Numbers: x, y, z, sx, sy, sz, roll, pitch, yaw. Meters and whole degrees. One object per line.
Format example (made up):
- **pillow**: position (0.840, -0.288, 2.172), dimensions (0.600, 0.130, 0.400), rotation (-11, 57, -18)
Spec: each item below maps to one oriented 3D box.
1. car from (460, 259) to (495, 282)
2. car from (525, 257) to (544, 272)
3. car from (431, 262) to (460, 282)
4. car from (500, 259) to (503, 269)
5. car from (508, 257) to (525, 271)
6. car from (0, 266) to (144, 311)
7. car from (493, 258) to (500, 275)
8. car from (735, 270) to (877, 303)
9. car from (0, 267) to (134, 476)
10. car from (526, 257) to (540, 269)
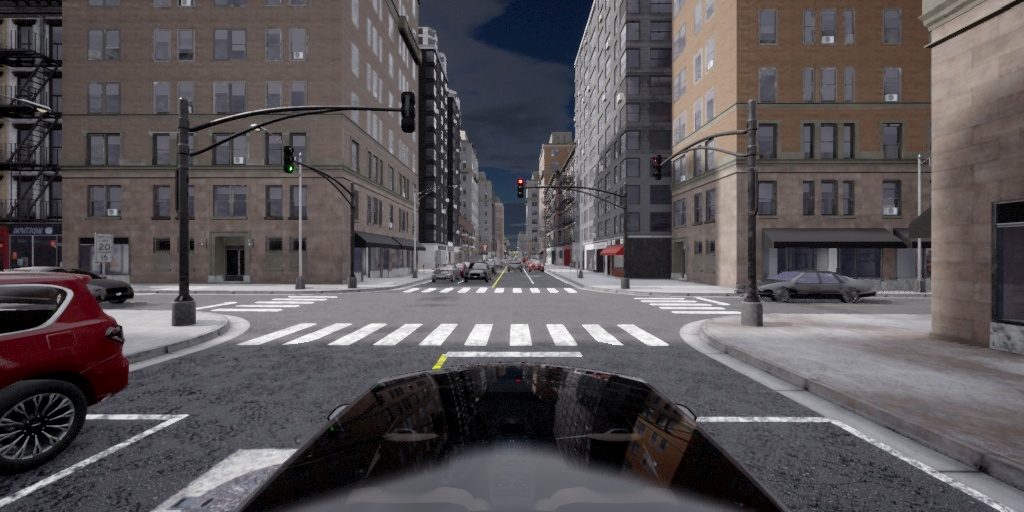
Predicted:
- **car**: position (-2.662, 1.253, 28.502), dimensions (1.837, 1.490, 4.892), rotation (0, 0, 0)
- **car**: position (2.942, 1.184, 44.771), dimensions (1.967, 1.591, 4.097), rotation (0, 0, 0)
- **car**: position (-5.199, 1.299, 28.473), dimensions (2.007, 1.370, 4.403), rotation (0, 0, 0)
- **car**: position (-2.418, 1.232, 56.795), dimensions (2.128, 1.511, 4.902), rotation (0, 0, 1)
- **car**: position (0.419, 1.235, 47.130), dimensions (2.128, 1.511, 4.902), rotation (0, 0, 0)
- **car**: position (-17.432, 1.185, 13.694), dimensions (4.892, 1.490, 1.837), rotation (0, 0, 0)
- **car**: position (-2.588, 1.250, 39.033), dimensions (1.837, 1.490, 4.892), rotation (0, 0, 0)
- **car**: position (13.379, 1.363, 16.467), dimensions (5.357, 1.411, 2.033), rotation (0, 0, 0)
- **car**: position (-5.389, 1.065, 2.011), dimensions (2.192, 1.841, 5.009), rotation (0, 0, 0)
- **car**: position (3.390, 1.090, 58.423), dimensions (2.097, 1.767, 4.553), rotation (0, 0, 0)
